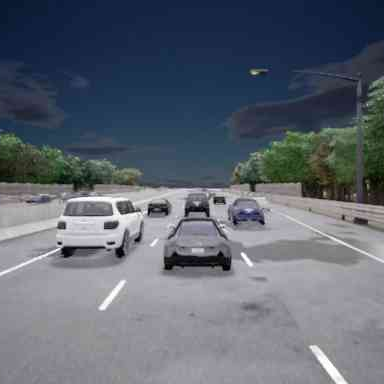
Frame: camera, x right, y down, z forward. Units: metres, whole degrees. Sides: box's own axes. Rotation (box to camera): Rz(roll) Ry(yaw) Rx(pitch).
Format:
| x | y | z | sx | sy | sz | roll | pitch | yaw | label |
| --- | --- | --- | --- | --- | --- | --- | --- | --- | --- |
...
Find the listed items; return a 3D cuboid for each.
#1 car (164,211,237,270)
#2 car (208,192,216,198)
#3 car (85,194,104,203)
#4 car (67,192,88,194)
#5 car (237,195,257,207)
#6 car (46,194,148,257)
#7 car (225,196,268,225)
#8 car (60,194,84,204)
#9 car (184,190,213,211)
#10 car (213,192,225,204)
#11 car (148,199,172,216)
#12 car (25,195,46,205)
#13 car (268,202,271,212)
| x | y | z | sx | sy | sz | roll | pitch | yaw | label |
| --- | --- | --- | --- | --- | --- | --- | --- | --- | --- |
| 0.174 | 1.551 | 11.013 | 1.994 | 1.385 | 4.181 | 0 | 0 | 1 | car |
| 4.778 | 0.658 | 79.331 | 1.812 | 1.442 | 4.674 | 0 | 1 | 1 | car |
| -16.668 | 1.066 | 57.139 | 1.812 | 1.442 | 4.674 | 0 | 1 | 2 | car |
| -13.567 | 1.028 | 38.632 | 2.150 | 2.045 | 5.566 | 0 | 1 | 1 | car |
| 7.687 | 1.235 | 46.913 | 2.033 | 1.411 | 5.357 | 0 | 1 | 1 | car |
| -3.308 | 1.205 | 12.983 | 2.150 | 2.045 | 5.566 | 0 | 0 | 1 | car |
| 3.759 | 1.286 | 23.843 | 2.097 | 1.767 | 4.553 | 0 | 0 | 1 | car |
| -20.184 | 1.105 | 56.169 | 2.033 | 1.411 | 5.357 | 0 | 1 | 2 | car |
| 0.471 | 1.110 | 30.018 | 2.150 | 2.045 | 5.566 | 0 | 1 | 1 | car |
| 4.296 | 1.072 | 53.092 | 1.882 | 1.535 | 5.008 | 0 | 1 | 1 | car |
| -3.003 | 1.353 | 31.451 | 1.882 | 1.535 | 5.008 | 0 | 1 | 1 | car |
| -23.779 | 1.177 | 51.810 | 2.033 | 1.411 | 5.357 | 0 | 1 | 2 | car |
| 7.355 | 1.352 | 36.186 | 1.812 | 1.442 | 4.674 | 0 | 1 | 3 | car |
